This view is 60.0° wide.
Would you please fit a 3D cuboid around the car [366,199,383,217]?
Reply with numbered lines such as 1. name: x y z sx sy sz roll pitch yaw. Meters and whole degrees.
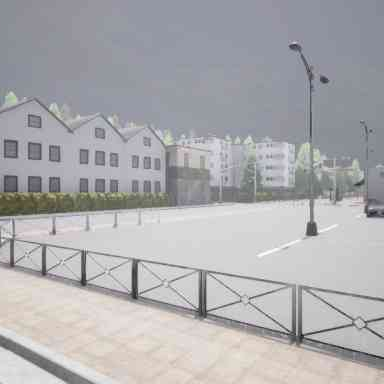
1. car: 15.380 1.298 26.835 2.007 1.523 4.514 0 0 35
